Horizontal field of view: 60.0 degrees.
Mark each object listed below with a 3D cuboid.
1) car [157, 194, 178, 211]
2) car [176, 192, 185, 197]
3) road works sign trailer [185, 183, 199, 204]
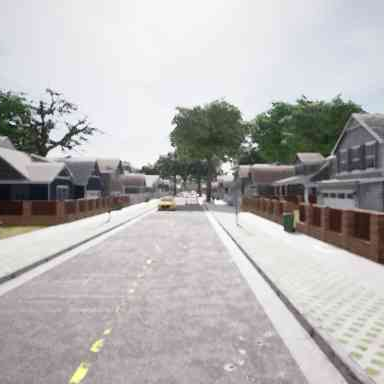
[{"bbox_3d":[-2.842,1.331,38.123,1.882,1.535,5.008,0,0,0],"label":"car"},{"bbox_3d":[-2.751,0.689,79.057,1.882,1.535,5.008,0,0,0],"label":"car"},{"bbox_3d":[0.005,0.207,57.307,2.380,3.560,2.880,0,0,0],"label":"road works sign trailer"}]
